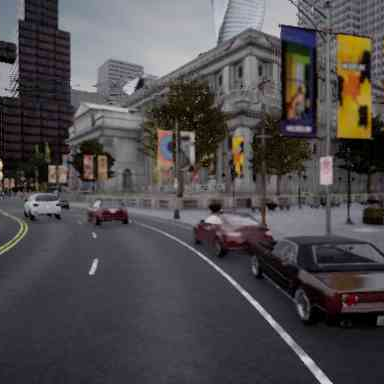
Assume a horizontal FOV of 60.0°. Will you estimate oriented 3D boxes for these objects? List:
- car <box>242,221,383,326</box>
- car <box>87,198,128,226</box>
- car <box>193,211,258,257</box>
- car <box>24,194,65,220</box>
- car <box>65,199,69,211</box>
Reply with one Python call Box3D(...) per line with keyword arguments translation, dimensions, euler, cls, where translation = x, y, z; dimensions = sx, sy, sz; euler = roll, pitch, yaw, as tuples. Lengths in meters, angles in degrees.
Box3D(translation=(2.619, 1.550, 7.011), dimensions=(1.895, 1.301, 4.718), euler=(0, 0, -5), cls="car")
Box3D(translation=(-5.999, 1.267, 23.225), dimensions=(2.097, 1.767, 4.553), euler=(0, 0, -26), cls="car")
Box3D(translation=(1.385, 1.453, 12.606), dimensions=(2.002, 1.452, 4.674), euler=(0, 0, -15), cls="car")
Box3D(translation=(-12.381, 1.145, 27.408), dimensions=(2.150, 2.045, 5.566), euler=(0, 0, -33), cls="car")
Box3D(translation=(-15.546, 1.377, 38.310), dimensions=(2.128, 1.511, 4.902), euler=(0, 0, -34), cls="car")
